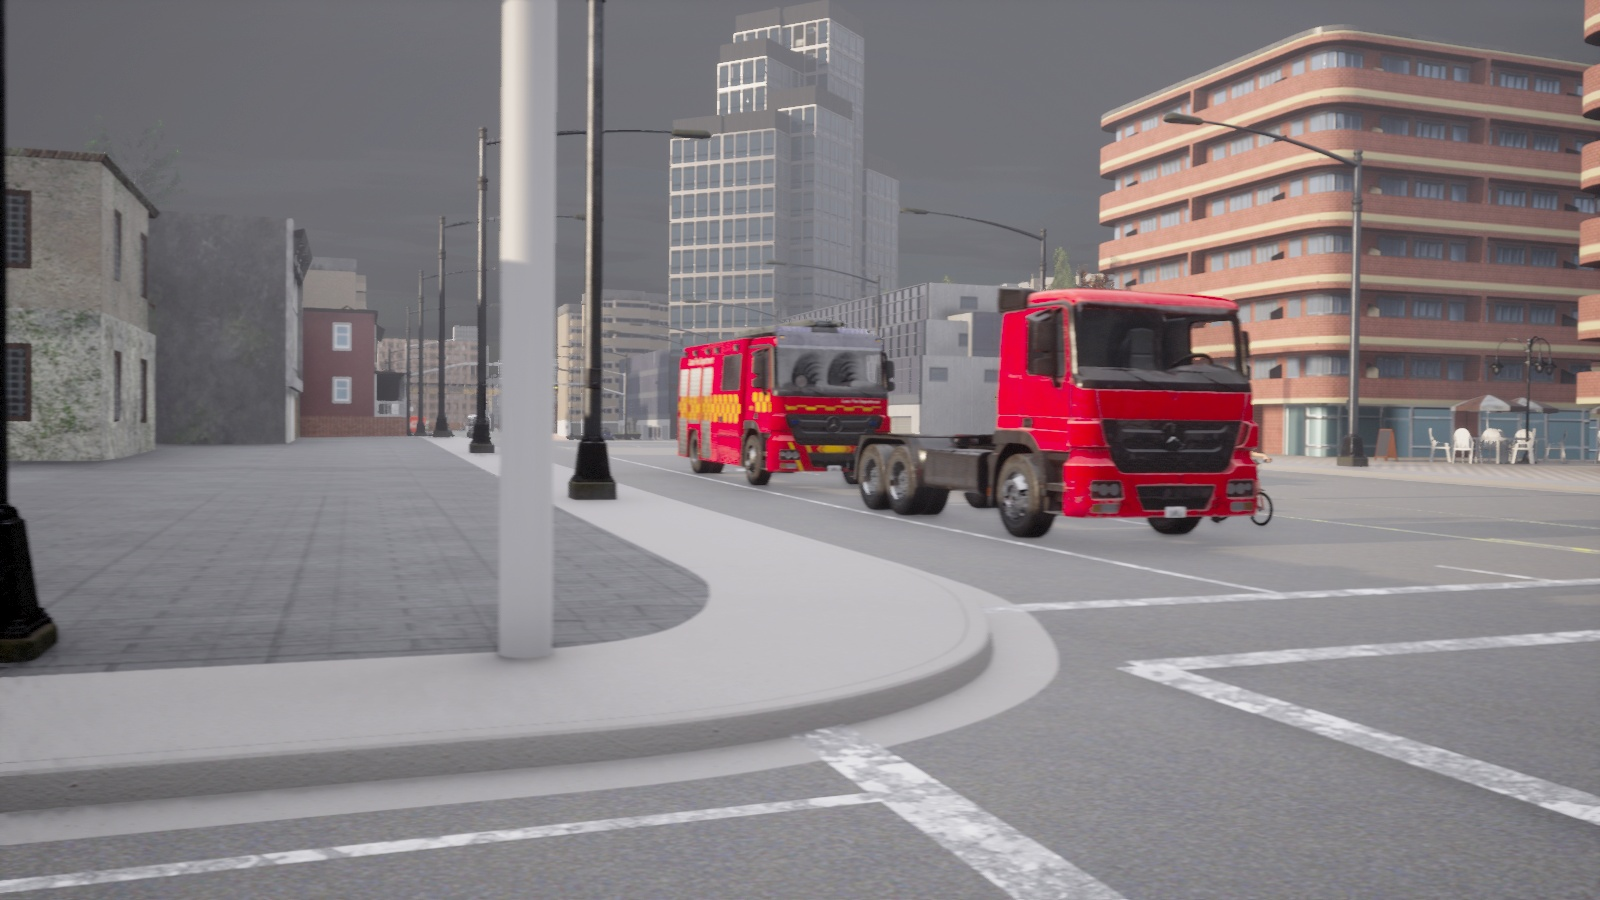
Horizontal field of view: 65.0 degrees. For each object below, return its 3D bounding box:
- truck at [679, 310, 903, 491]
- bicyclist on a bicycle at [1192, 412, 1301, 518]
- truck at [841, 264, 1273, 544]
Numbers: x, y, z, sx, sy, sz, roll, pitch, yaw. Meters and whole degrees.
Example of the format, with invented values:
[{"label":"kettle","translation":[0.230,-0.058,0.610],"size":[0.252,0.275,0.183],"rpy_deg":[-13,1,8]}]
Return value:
[{"label":"truck","translation":[-0.527,-1.182,31.023],"size":[2.891,3.827,8.468],"rpy_deg":[-1,2,-20]},{"label":"bicyclist on a bicycle","translation":[7.080,0.208,19.993],"size":[0.866,1.612,1.509],"rpy_deg":[-1,2,-20]},{"label":"truck","translation":[3.494,-0.678,19.767],"size":[2.891,3.462,7.936],"rpy_deg":[-1,2,-20]}]
